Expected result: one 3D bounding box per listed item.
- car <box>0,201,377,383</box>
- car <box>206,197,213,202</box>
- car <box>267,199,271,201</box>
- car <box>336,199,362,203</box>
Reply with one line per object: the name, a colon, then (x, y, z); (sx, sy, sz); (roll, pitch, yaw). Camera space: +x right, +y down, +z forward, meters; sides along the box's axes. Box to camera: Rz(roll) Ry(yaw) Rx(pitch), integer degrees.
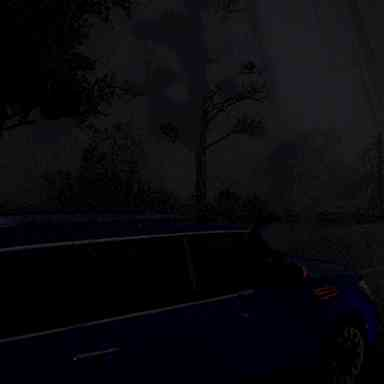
car: (-0.333, 1.221, 3.462); (5.566, 2.045, 2.150); (0, 0, -36)
car: (4.763, 1.771, 69.312); (2.033, 1.411, 5.357); (0, -1, -23)
car: (11.396, 1.595, 54.130); (1.812, 1.442, 4.674); (0, -1, -25)
car: (18.927, 1.528, 39.385); (1.812, 1.442, 4.674); (0, 0, -29)
